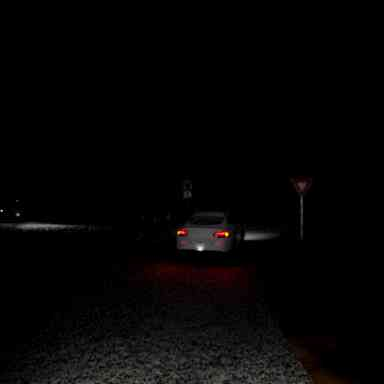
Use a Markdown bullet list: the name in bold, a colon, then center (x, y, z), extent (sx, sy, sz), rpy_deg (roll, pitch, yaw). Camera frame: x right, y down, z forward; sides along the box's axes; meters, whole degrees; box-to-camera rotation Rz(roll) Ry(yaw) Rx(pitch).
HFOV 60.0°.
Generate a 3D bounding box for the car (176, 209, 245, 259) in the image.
- **car**: center (0.747, 1.326, 11.699), extent (1.812, 1.442, 4.674), rpy_deg (0, 1, 13)

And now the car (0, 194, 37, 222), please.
- **car**: center (-12.722, 1.118, 21.943), extent (4.902, 1.511, 2.128), rpy_deg (1, 1, 36)

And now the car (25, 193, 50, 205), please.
- **car**: center (-18.653, 0.856, 38.333), extent (1.837, 1.490, 4.892), rpy_deg (0, 0, 23)
